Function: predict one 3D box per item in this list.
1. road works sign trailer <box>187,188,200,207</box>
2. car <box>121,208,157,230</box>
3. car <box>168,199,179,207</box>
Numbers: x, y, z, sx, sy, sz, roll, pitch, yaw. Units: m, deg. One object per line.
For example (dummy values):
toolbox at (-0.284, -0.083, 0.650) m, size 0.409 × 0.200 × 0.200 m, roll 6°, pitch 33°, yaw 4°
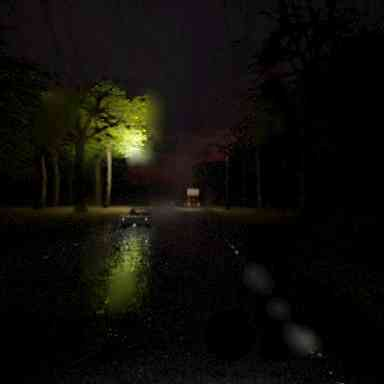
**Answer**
road works sign trailer at (0.199, 1.087, 63.739) m, size 2.380 × 3.560 × 2.880 m, roll 0°, pitch -1°, yaw -8°
car at (-3.599, 1.805, 23.043) m, size 1.895 × 1.301 × 4.718 m, roll 0°, pitch -1°, yaw 0°
car at (-3.512, 2.128, 64.659) m, size 2.128 × 1.511 × 4.902 m, roll 0°, pitch -1°, yaw 0°
